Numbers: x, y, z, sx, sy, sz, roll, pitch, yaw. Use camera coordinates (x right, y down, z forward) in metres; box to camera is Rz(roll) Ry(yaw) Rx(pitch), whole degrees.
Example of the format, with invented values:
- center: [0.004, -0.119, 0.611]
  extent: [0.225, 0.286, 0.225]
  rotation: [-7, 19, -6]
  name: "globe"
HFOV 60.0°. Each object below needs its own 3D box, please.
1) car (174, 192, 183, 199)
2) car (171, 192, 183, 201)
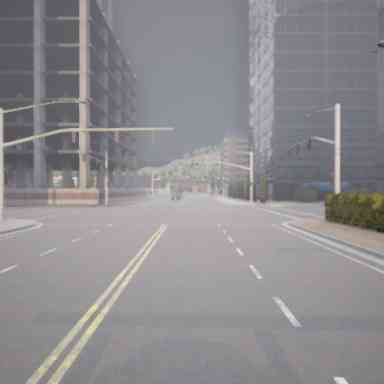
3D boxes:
- center: [-3.475, 0.918, 86.316]
  extent: [2.097, 1.767, 4.553]
  rotation: [0, 0, 0]
  name: "car"
- center: [-3.479, 1.185, 70.647]
  extent: [2.128, 1.511, 4.902]
  rotation: [0, 0, 0]
  name: "car"
